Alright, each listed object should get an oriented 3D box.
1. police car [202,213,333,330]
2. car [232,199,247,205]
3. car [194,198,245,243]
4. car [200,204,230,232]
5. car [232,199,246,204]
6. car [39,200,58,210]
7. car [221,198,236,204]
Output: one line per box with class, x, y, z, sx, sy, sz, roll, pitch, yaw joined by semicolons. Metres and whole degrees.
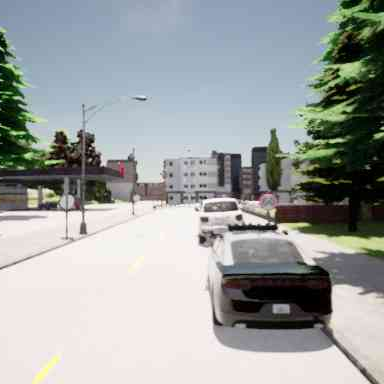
police car;1.314;1.504;7.376;1.930;1.638;5.238;0;-1;1
car;12.215;2.582;85.931;2.038;1.542;4.974;-1;-1;31
car;1.370;1.363;17.298;2.150;2.045;5.566;-4;-1;1
car;1.501;1.713;23.454;1.801;1.575;5.366;0;-1;1
car;12.188;2.424;85.888;1.853;1.218;4.536;-1;-1;31
car;-23.236;2.116;53.762;1.845;1.501;3.633;0;-1;1
car;9.421;2.355;86.313;3.633;1.501;1.845;0;-1;12
